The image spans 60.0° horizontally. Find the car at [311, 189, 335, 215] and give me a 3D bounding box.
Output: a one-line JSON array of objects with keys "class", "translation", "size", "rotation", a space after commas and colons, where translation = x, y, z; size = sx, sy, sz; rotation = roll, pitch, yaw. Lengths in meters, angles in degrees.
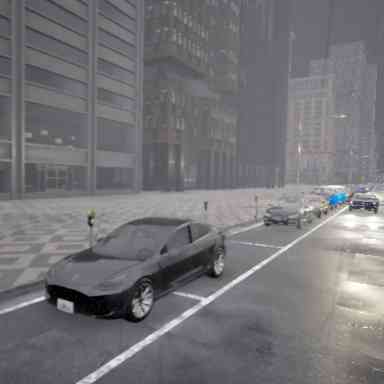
[{"class": "car", "translation": [7.647, 0.768, 21.203], "size": [1.752, 1.417, 4.829], "rotation": [3, 3, 30]}]

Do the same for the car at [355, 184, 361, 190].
[{"class": "car", "translation": [19.038, -0.016, 40.863], "size": [2.192, 1.841, 5.009], "rotation": [3, 3, 30]}]

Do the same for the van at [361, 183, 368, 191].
[{"class": "van", "translation": [30.338, -0.561, 60.386], "size": [1.690, 1.788, 3.998], "rotation": [3, 3, 30]}]

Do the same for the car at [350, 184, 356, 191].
[{"class": "car", "translation": [16.210, 0.251, 35.987], "size": [1.967, 1.590, 4.097], "rotation": [3, 3, 30]}]

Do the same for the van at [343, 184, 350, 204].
[{"class": "van", "translation": [13.387, 0.295, 31.103], "size": [1.690, 1.788, 3.998], "rotation": [3, 3, 30]}]

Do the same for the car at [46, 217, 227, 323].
[{"class": "car", "translation": [-0.744, 1.231, 6.712], "size": [1.947, 1.339, 4.313], "rotation": [3, 3, 30]}]

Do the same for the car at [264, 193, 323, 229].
[{"class": "car", "translation": [4.907, 0.931, 16.471], "size": [2.008, 1.369, 4.403], "rotation": [3, 3, 30]}]

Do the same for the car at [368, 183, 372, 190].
[{"class": "car", "translation": [38.809, -0.766, 75.035], "size": [1.947, 1.339, 4.313], "rotation": [3, 3, 30]}]

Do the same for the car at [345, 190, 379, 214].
[{"class": "car", "translation": [13.118, 0.806, 25.275], "size": [1.895, 1.301, 4.718], "rotation": [3, 3, 30]}]

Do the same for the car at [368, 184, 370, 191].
[{"class": "car", "translation": [33.159, -0.501, 65.274], "size": [1.887, 1.381, 4.507], "rotation": [3, 3, 30]}]

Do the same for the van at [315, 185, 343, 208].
[{"class": "van", "translation": [10.562, 0.437, 26.223], "size": [1.690, 1.788, 3.998], "rotation": [3, 3, 30]}]
